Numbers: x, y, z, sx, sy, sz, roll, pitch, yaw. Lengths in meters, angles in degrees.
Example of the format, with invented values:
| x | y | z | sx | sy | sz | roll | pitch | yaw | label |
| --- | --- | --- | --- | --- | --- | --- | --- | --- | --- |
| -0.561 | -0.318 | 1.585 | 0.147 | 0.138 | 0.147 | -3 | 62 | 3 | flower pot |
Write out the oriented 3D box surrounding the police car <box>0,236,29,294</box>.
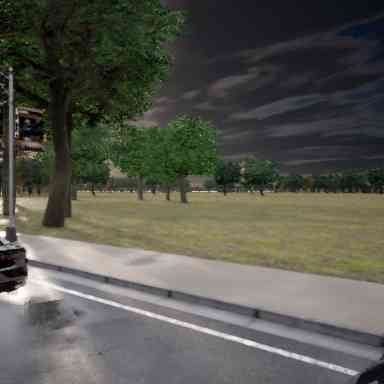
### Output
| x | y | z | sx | sy | sz | roll | pitch | yaw | label |
| --- | --- | --- | --- | --- | --- | --- | --- | --- | --- |
| -5.871 | 1.429 | 7.743 | 5.238 | 1.638 | 1.930 | 0 | 0 | 35 | police car |

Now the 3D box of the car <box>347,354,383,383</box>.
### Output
| x | y | z | sx | sy | sz | roll | pitch | yaw | label |
| --- | --- | --- | --- | --- | --- | --- | --- | --- | --- |
| 3.157 | 1.503 | 1.310 | 4.792 | 1.488 | 2.163 | 0 | 0 | 36 | car |
